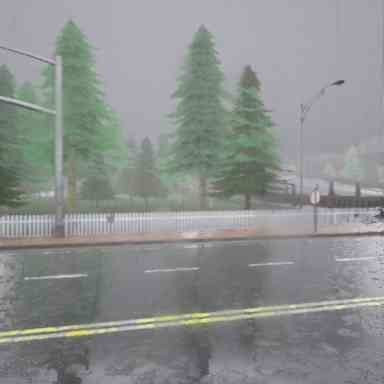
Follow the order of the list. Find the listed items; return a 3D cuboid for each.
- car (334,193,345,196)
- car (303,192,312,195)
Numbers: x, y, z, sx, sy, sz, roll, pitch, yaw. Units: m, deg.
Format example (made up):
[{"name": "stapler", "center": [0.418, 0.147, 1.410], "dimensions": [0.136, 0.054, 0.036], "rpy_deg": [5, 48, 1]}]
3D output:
[{"name": "car", "center": [21.489, 0.830, 48.720], "dimensions": [1.895, 1.301, 4.718], "rpy_deg": [0, 4, -15]}, {"name": "car", "center": [17.546, 0.700, 49.833], "dimensions": [1.895, 1.301, 4.718], "rpy_deg": [0, 4, -15]}]
